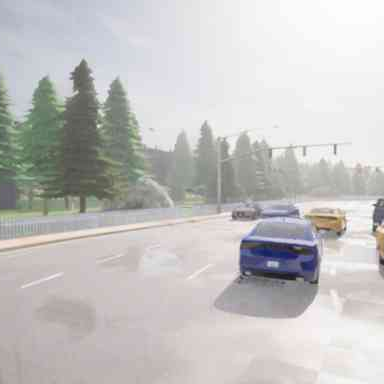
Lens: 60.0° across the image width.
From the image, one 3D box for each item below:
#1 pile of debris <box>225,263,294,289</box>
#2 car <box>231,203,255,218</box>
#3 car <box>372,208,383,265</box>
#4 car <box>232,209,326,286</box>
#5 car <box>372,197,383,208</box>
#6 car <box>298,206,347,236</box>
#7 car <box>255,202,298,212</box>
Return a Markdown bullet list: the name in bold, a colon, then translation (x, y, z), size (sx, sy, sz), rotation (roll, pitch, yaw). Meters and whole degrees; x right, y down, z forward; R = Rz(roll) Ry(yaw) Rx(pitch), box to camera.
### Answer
- **pile of debris**: translation (1.857, 2.202, 8.892), size (1.500, 0.140, 1.860), rotation (0, 0, 22)
- **car**: translation (4.959, 1.657, 28.642), size (1.994, 1.385, 4.181), rotation (0, 0, 30)
- **car**: translation (7.380, 1.517, 11.325), size (1.882, 1.535, 5.008), rotation (0, 0, 27)
- **car**: translation (2.773, 1.490, 9.720), size (1.882, 1.535, 5.008), rotation (2, 0, 23)
- **car**: translation (12.155, 1.290, 19.987), size (2.150, 2.045, 5.566), rotation (0, 0, 32)
- **car**: translation (7.783, 1.540, 19.293), size (1.882, 1.535, 5.008), rotation (0, 0, 29)
- **car**: translation (6.620, 1.553, 24.615), size (1.882, 1.535, 5.008), rotation (0, 0, 31)
